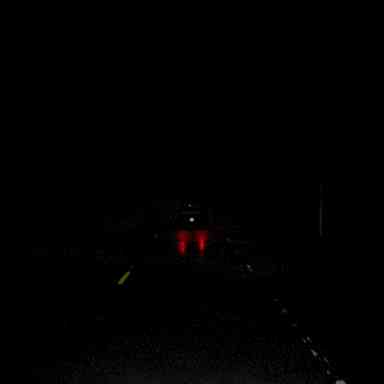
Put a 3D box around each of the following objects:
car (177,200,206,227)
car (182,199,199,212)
[{"bbox_3d":[-0.029,1.508,23.130,2.128,1.511,4.902,0,0,0],"label":"car"},{"bbox_3d":[-0.251,1.635,41.384,1.994,1.385,4.181,0,0,-1],"label":"car"}]
